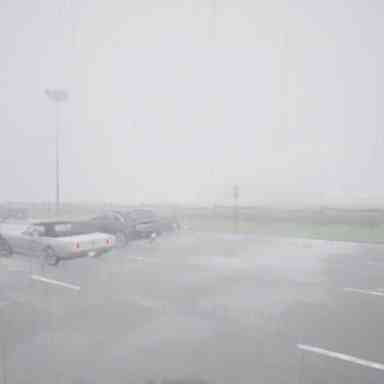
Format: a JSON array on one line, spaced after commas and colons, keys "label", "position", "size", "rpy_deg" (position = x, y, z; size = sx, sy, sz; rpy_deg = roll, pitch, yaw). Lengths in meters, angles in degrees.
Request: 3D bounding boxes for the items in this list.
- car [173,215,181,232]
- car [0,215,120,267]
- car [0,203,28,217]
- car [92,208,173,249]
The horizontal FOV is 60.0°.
[{"label": "car", "position": [-2.781, 1.629, 18.869], "size": [4.674, 1.442, 1.812], "rpy_deg": [-1, 0, 35]}, {"label": "car", "position": [-4.989, 1.687, 11.846], "size": [4.718, 1.301, 1.895], "rpy_deg": [-1, 0, 36]}, {"label": "car", "position": [-15.950, 1.710, 28.258], "size": [5.008, 1.535, 1.882], "rpy_deg": [-1, 0, 36]}, {"label": "car", "position": [-3.551, 1.583, 15.119], "size": [4.902, 1.511, 2.128], "rpy_deg": [-1, 0, 36]}]
